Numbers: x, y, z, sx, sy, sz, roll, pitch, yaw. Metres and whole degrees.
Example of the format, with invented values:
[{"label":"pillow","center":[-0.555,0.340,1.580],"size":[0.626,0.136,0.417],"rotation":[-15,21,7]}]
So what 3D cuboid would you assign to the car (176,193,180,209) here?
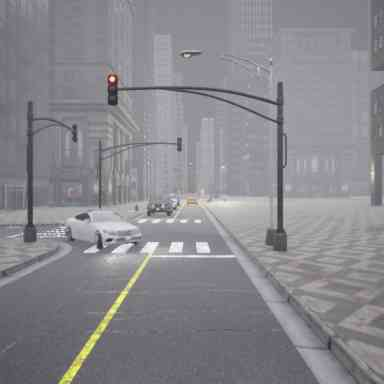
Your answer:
[{"label":"car","center":[-3.088,1.224,43.376],"size":[2.150,2.045,5.566],"rotation":[0,0,0]}]

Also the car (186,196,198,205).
[{"label":"car","center":[0.012,1.489,57.607],"size":[1.882,1.535,5.008],"rotation":[0,0,0]}]

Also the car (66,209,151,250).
[{"label":"car","center":[-4.022,1.534,14.675],"size":[1.812,1.442,4.674],"rotation":[1,-1,-42]}]

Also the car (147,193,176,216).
[{"label":"car","center":[-3.088,1.221,32.928],"size":[2.150,2.045,5.566],"rotation":[0,0,0]}]

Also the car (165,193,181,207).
[{"label":"car","center":[-3.058,1.231,54.093],"size":[2.150,2.045,5.566],"rotation":[0,0,0]}]
